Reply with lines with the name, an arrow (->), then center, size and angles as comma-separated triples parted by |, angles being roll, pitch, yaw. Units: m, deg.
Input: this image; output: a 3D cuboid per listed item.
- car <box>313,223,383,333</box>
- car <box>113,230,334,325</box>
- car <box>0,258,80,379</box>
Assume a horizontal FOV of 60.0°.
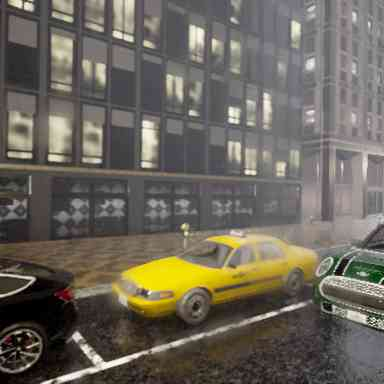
car -> 4.407, 1.366, 6.515 | 4.553, 1.767, 2.097 | 0, 0, -35
car -> 0.784, 1.535, 7.105 | 4.829, 1.417, 1.752 | 0, 1, -35
car -> -3.592, 1.565, 3.984 | 4.313, 1.339, 1.947 | 0, 1, -35
